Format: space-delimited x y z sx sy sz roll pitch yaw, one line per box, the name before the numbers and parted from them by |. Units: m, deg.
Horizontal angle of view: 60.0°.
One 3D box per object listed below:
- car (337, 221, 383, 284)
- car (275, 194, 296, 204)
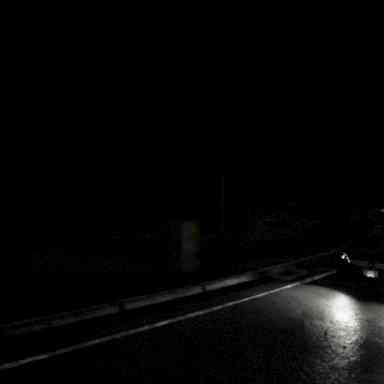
car | 5.605 1.519 8.880 4.674 1.442 1.812 0 0 -43
car | 15.444 1.112 56.450 1.882 1.535 5.008 1 0 -24
